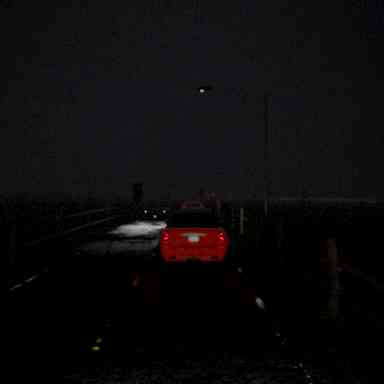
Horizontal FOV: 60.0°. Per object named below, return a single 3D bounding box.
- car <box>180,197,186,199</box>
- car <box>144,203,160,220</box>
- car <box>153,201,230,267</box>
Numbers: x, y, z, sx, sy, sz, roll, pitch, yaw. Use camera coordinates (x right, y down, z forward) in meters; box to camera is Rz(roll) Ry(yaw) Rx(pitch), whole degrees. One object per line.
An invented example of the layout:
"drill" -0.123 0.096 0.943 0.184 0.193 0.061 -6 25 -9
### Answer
"car" 0.054 1.446 26.176 1.882 1.535 5.008 0 0 0
"car" -2.821 1.568 27.671 1.895 1.301 4.718 0 0 0
"car" 0.062 1.335 11.490 2.097 1.767 4.553 0 0 0
